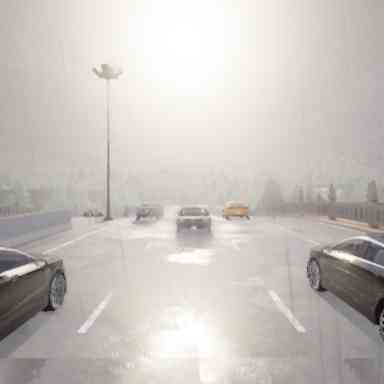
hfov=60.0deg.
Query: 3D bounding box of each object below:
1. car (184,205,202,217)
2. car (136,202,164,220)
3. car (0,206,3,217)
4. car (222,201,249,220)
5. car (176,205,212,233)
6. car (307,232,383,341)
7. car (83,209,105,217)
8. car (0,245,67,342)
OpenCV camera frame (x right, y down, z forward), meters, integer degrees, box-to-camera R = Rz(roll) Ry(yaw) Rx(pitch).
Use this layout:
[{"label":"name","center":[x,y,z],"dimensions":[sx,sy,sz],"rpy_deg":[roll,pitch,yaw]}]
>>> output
[{"label":"car","center":[0.102,2.322,40.281],"dimensions":[1.994,1.385,4.181],"rpy_deg":[0,-5,0]},{"label":"car","center":[-3.399,1.561,27.480],"dimensions":[2.033,1.411,5.357],"rpy_deg":[0,-2,0]},{"label":"car","center":[-17.586,1.486,27.279],"dimensions":[1.882,1.535,5.008],"rpy_deg":[0,-2,0]},{"label":"car","center":[3.602,1.512,28.115],"dimensions":[1.882,1.535,5.008],"rpy_deg":[0,-2,0]},{"label":"car","center":[0.101,1.501,18.979],"dimensions":[1.895,1.301,4.718],"rpy_deg":[0,0,0]},{"label":"car","center":[3.600,1.459,5.874],"dimensions":[2.128,1.511,4.902],"rpy_deg":[0,0,0]},{"label":"car","center":[-14.012,3.109,47.687],"dimensions":[1.895,1.301,4.718],"rpy_deg":[0,-7,0]},{"label":"car","center":[-3.400,1.466,4.718],"dimensions":[2.128,1.511,4.902],"rpy_deg":[0,0,0]}]
